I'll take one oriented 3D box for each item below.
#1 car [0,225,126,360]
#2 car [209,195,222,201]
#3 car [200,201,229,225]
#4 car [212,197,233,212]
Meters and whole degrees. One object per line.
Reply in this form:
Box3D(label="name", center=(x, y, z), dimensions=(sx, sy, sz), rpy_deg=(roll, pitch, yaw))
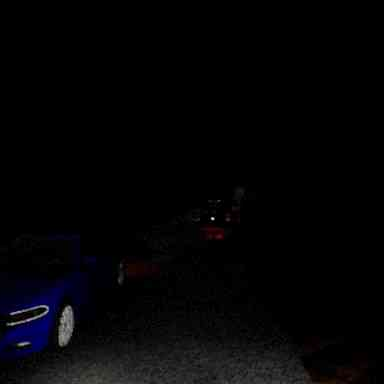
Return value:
Box3D(label="car", center=(-2.649, 1.473, 6.379), dimensions=(1.882, 1.535, 5.008), rpy_deg=(0, 0, 2))
Box3D(label="car", center=(4.137, 1.389, 56.536), dimensions=(2.097, 1.767, 4.553), rpy_deg=(2, 2, 13))
Box3D(label="car", center=(1.685, 1.630, 25.341), dimensions=(1.837, 1.490, 4.892), rpy_deg=(0, -1, 6))
Box3D(label="car", center=(4.217, 1.750, 42.733), dimensions=(2.128, 1.511, 4.902), rpy_deg=(0, 0, 10))
